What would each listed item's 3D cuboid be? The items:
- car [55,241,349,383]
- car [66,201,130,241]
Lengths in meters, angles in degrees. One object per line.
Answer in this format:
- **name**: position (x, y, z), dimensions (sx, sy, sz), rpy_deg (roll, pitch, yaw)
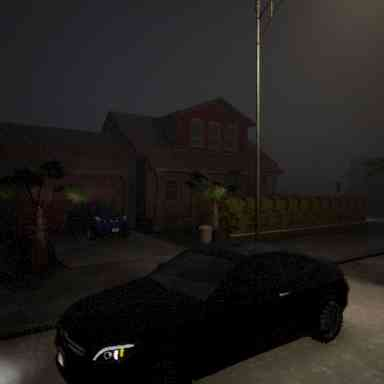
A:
- **car**: position (0.491, 1.526, 4.938), dimensions (4.674, 1.442, 1.812), rpy_deg (0, 0, -35)
- **car**: position (-4.134, 1.174, 14.517), dimensions (1.845, 1.501, 3.633), rpy_deg (0, 0, -38)
